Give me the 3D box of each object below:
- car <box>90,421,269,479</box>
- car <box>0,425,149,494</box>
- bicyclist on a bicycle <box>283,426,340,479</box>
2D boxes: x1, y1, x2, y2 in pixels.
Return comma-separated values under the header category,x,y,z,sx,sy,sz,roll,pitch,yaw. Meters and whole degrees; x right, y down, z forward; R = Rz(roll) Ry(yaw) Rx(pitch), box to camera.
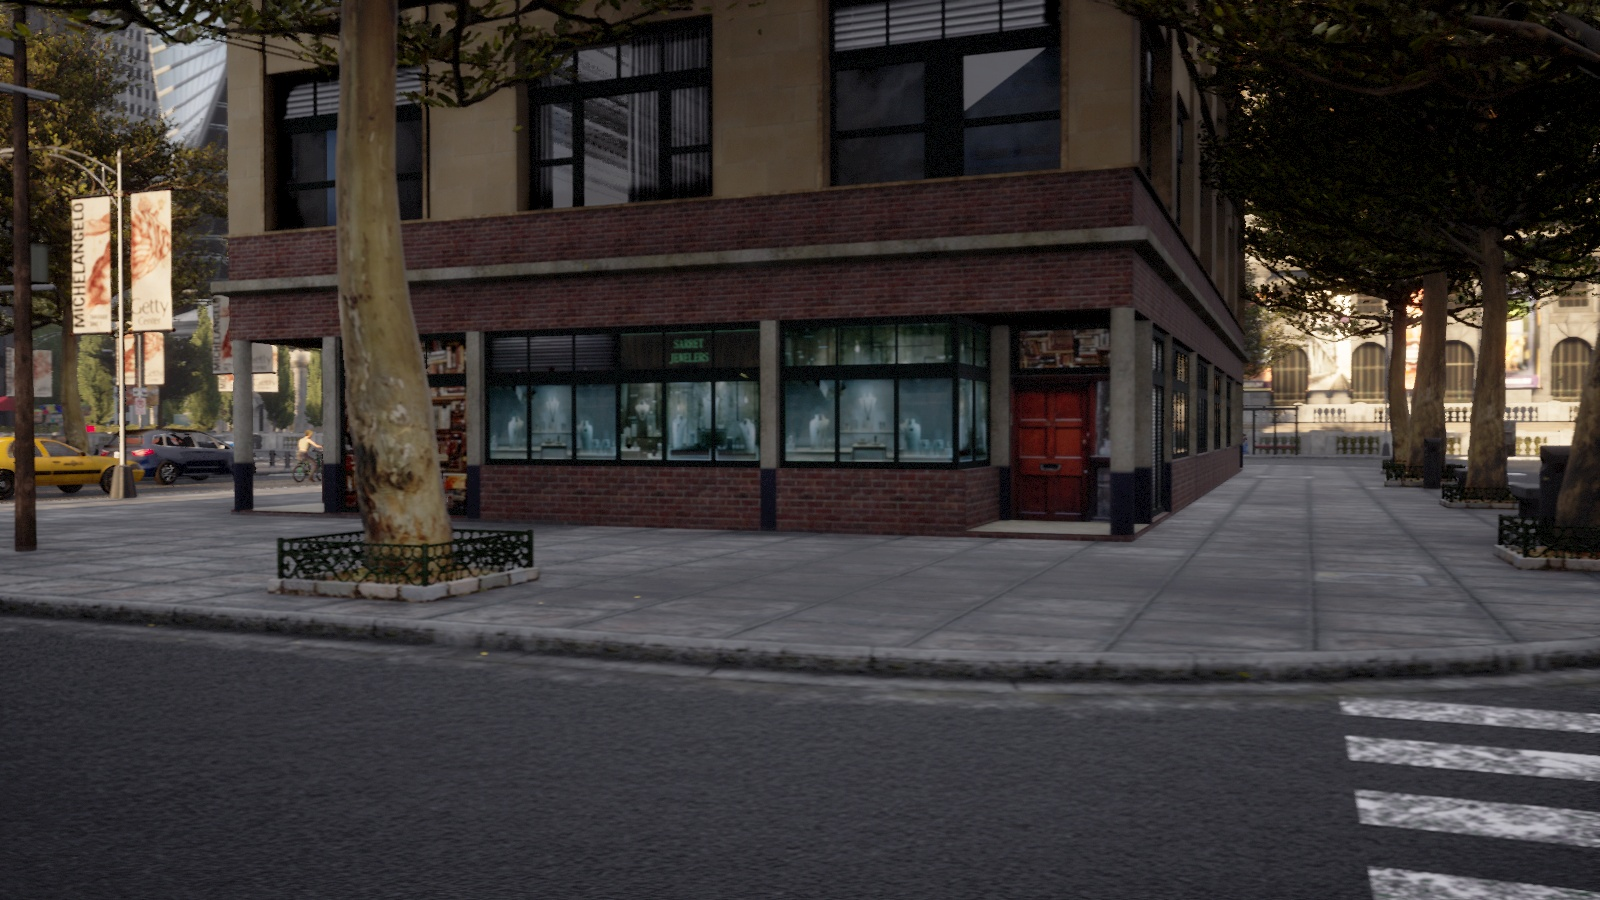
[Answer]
category,x,y,z,sx,sy,sz,roll,pitch,yaw
car,-19.039,-0.038,38.791,2.242,1.667,4.611,1,1,22
car,-18.718,0.189,30.386,1.801,1.575,5.366,1,1,23
bicyclist on a bicycle,-15.169,0.073,39.025,0.866,1.612,1.509,1,1,23
